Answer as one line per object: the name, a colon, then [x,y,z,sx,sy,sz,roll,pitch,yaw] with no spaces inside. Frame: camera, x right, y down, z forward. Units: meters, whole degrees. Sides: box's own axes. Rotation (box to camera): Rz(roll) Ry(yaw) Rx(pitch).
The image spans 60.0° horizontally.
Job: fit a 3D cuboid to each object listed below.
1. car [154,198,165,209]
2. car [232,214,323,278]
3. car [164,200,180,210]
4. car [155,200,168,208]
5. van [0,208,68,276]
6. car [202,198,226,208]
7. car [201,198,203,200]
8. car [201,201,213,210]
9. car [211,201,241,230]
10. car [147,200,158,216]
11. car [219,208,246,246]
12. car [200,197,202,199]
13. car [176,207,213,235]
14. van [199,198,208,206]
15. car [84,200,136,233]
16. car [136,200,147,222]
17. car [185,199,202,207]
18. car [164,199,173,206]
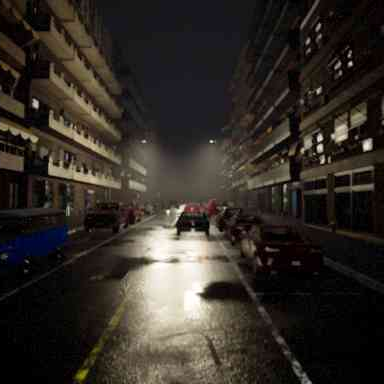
car: [-5.406,1.875,54.695,2.192,1.841,5.009,1,-1,0]
car: [2.563,1.640,10.408,1.887,1.381,4.507,1,-1,0]
car: [-2.858,2.053,51.978,1.812,1.442,4.674,0,-1,0]
car: [-5.424,2.171,60.224,1.887,1.381,4.507,1,-1,0]
van: [-5.313,1.438,10.455,1.690,1.788,3.998,1,-1,0]
car: [2.487,1.628,32.532,2.192,1.841,5.009,1,-1,0]
car: [2.461,1.872,43.594,1.967,1.590,4.097,1,-1,0]
car: [2.434,2.140,54.654,1.802,1.307,4.206,1,-1,0]
car: [2.550,1.642,21.470,1.967,1.590,4.097,1,-1,0]
car: [-5.377,1.939,38.104,1.947,1.339,4.313,1,-1,0]
car: [2.552,1.692,15.938,1.887,1.381,4.507,1,-1,0]
car: [2.416,2.008,65.719,2.192,1.841,5.009,1,-1,0]
car: [0.052,1.789,20.044,1.895,1.301,4.718,0,-1,0]
van: [2.403,2.104,71.250,1.690,1.788,3.998,1,-1,0]
car: [-5.335,1.519,21.515,2.192,1.841,5.009,1,-1,0]
car: [-5.347,1.574,27.045,2.192,1.841,5.009,1,-1,0]
car: [0.013,1.975,41.712,1.994,1.385,4.181,0,-1,0]
car: [-5.460,2.418,76.816,1.802,1.307,4.206,1,-1,0]
